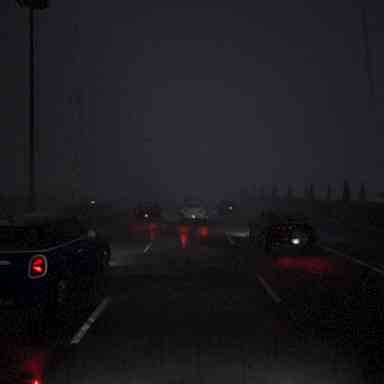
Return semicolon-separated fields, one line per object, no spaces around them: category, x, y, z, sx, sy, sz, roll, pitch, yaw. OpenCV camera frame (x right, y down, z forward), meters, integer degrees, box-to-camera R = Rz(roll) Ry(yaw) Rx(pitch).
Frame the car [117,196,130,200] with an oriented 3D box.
car;-11.225;1.333;54.643;1.994;1.385;4.181;0;0;-1

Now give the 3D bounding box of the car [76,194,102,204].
car;-14.500;1.352;46.159;2.033;1.411;5.357;0;0;-1

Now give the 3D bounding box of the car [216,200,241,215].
car;3.484;1.426;32.370;1.994;1.385;4.181;0;0;-1

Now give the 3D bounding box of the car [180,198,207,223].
car;0.088;1.422;24.417;1.812;1.442;4.674;0;0;0

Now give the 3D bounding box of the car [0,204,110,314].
car;-3.397;1.319;7.697;2.097;1.767;4.553;0;0;0

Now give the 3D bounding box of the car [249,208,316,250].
car;3.606;1.445;13.950;1.837;1.490;4.892;0;0;0

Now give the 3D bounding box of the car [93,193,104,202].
car;-18.476;1.002;64.160;2.097;1.767;4.553;0;0;-2

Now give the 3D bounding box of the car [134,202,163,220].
car;-3.431;1.486;27.067;1.895;1.301;4.718;0;0;-1
